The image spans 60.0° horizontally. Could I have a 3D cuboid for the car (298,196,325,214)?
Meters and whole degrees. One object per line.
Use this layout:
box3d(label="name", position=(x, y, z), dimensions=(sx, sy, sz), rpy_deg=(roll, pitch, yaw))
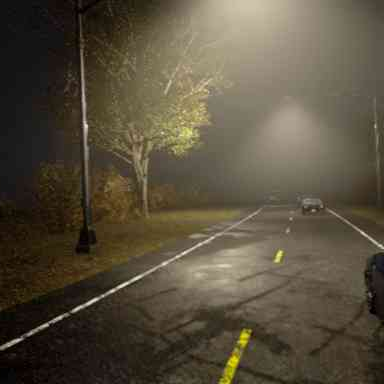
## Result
box3d(label="car", position=(10.903, 1.262, 30.220), dimensions=(1.895, 1.301, 4.718), rpy_deg=(-3, 0, 17))

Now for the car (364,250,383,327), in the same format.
box3d(label="car", position=(3.586, 1.220, 4.184), dimensions=(2.097, 1.767, 4.553), rpy_deg=(-3, 0, 19))

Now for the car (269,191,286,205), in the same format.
box3d(label="car", position=(13.141, 0.854, 51.086), dimensions=(2.150, 2.045, 5.566), rpy_deg=(-3, 0, 15))
